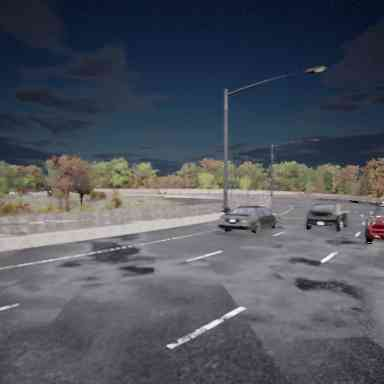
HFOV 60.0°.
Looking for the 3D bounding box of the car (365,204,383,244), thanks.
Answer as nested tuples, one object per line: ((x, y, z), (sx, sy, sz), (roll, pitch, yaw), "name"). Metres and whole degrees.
((9.217, 1.313, 15.079), (2.097, 1.767, 4.553), (0, 0, 33), "car")

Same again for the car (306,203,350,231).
((8.214, 1.444, 20.066), (1.837, 1.490, 4.892), (1, 0, 31), "car")

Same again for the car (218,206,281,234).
((3.387, 1.481, 18.788), (2.033, 1.411, 5.357), (0, 0, 33), "car")
